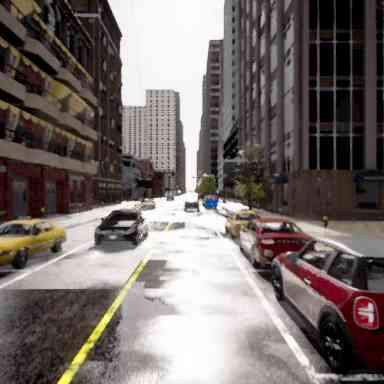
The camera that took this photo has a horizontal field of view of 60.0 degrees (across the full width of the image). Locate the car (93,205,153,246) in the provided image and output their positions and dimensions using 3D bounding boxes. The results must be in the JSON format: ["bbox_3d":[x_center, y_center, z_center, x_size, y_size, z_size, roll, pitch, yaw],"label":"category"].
[{"bbox_3d":[-3.137,1.531,15.501,1.812,1.442,4.674,0,0,0],"label":"car"}]

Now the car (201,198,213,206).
[{"bbox_3d":[2.555,1.643,56.628,1.802,1.307,4.206,0,0,0],"label":"car"}]

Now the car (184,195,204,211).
[{"bbox_3d":[0.003,1.527,41.159,2.128,1.511,4.902,0,0,0],"label":"car"}]

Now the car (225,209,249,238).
[{"bbox_3d":[2.649,1.532,17.152,1.752,1.417,4.829,0,0,0],"label":"car"}]

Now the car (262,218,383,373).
[{"bbox_3d":[2.676,1.439,5.657,1.967,1.590,4.097,0,0,0],"label":"car"}]

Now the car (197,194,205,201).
[{"bbox_3d":[2.465,1.485,94.540,2.192,1.841,5.009,0,0,0],"label":"car"}]

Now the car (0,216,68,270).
[{"bbox_3d":[-5.716,1.527,11.129,1.752,1.417,4.829,0,0,0],"label":"car"}]

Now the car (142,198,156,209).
[{"bbox_3d":[-5.797,1.567,45.111,1.752,1.417,4.829,0,0,0],"label":"car"}]

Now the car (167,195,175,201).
[{"bbox_3d":[-5.915,1.609,94.517,1.967,1.590,4.097,0,0,0],"label":"car"}]

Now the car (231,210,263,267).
[{"bbox_3d":[2.663,1.547,11.320,1.887,1.381,4.507,0,0,0],"label":"car"}]

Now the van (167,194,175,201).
[{"bbox_3d":[-5.902,1.492,88.994,1.690,1.788,3.998,0,0,0],"label":"van"}]

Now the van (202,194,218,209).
[{"bbox_3d":[2.582,1.383,45.301,1.690,1.788,3.998,0,0,0],"label":"van"}]
